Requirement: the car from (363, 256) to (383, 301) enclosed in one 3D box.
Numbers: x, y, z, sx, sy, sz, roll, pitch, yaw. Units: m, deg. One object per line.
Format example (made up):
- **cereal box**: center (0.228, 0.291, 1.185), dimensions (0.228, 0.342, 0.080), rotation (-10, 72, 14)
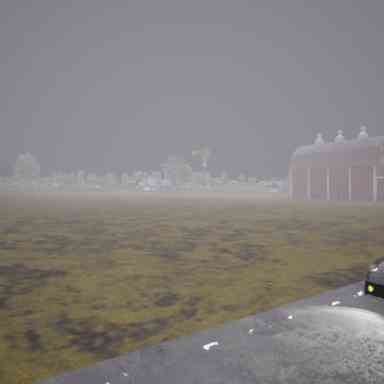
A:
- **car**: center (5.486, 1.559, 7.039), dimensions (4.181, 1.385, 1.994), rotation (0, 0, -36)
